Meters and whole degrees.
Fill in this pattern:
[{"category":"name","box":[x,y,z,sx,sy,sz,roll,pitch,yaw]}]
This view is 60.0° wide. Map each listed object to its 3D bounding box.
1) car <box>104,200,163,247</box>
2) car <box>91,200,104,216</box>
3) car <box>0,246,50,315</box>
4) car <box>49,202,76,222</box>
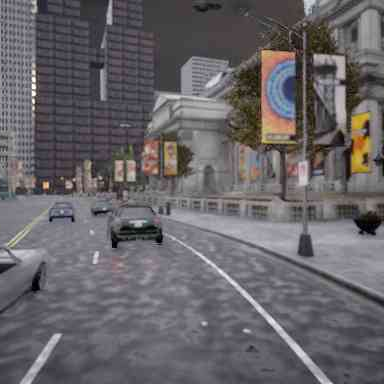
[{"category":"car","box":[-2.724,1.310,15.153,2.097,1.767,4.553,0,0,-17]},{"category":"car","box":[-8.693,1.492,32.255,1.994,1.385,4.181,0,0,-20]},{"category":"car","box":[-4.088,1.602,5.890,1.895,1.301,4.718,0,0,-7]},{"category":"car","box":[-10.223,1.507,26.302,2.033,1.411,5.357,0,0,-20]}]
